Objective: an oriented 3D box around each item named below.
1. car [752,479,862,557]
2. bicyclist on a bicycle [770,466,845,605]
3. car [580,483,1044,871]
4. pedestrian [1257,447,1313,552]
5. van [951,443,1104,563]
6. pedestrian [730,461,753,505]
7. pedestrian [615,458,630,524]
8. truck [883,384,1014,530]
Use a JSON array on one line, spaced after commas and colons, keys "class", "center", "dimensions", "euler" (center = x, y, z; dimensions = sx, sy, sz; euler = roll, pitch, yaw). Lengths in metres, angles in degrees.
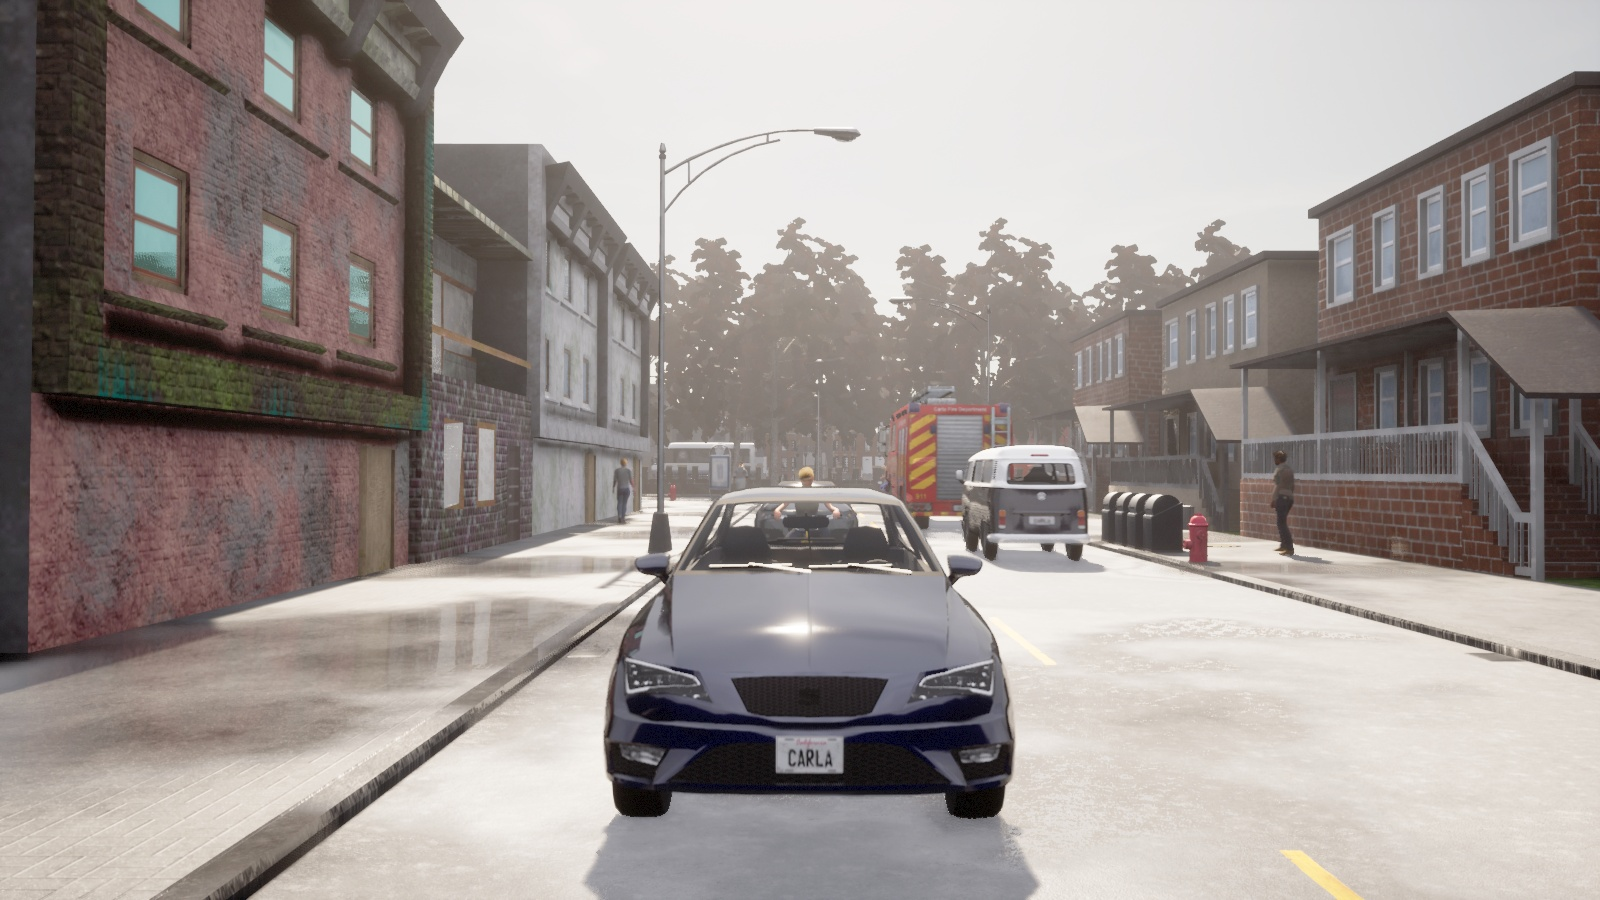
[{"class": "car", "center": [0.137, 1.297, 25.015], "dimensions": [1.994, 1.385, 4.181], "euler": [0, -1, 0]}, {"class": "bicyclist on a bicycle", "center": [0.090, 1.008, 15.357], "dimensions": [0.866, 1.612, 1.509], "euler": [0, -1, 0]}, {"class": "car", "center": [0.051, 0.946, 7.029], "dimensions": [1.816, 1.474, 4.193], "euler": [0, -1, 0]}, {"class": "pedestrian", "center": [8.476, 0.858, 21.960], "dimensions": [0.328, 1.805, 0.869], "euler": [0, -1, -36]}, {"class": "van", "center": [4.129, 0.920, 23.573], "dimensions": [2.069, 2.038, 4.480], "euler": [0, -1, 0]}, {"class": "pedestrian", "center": [-2.636, 1.478, 56.317], "dimensions": [0.659, 1.952, 0.873], "euler": [-1, -1, 28]}, {"class": "pedestrian", "center": [-4.964, 1.132, 35.106], "dimensions": [0.354, 1.836, 0.706], "euler": [0, -1, -3]}, {"class": "truck", "center": [4.191, 0.257, 37.265], "dimensions": [2.891, 3.827, 8.468], "euler": [0, -1, 0]}]
